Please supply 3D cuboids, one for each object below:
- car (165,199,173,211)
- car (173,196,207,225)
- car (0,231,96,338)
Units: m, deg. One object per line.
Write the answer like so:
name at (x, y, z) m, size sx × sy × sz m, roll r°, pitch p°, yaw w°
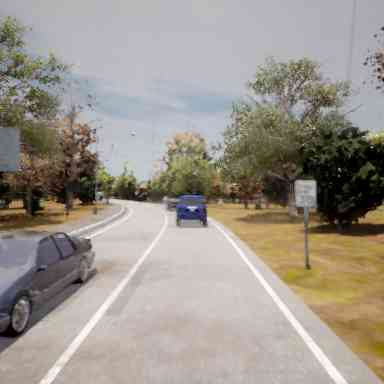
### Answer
car at (-2.406, 1.616, 42.996) m, size 1.837 × 1.490 × 4.892 m, roll 1°, pitch 0°, yaw -10°
car at (-0.115, 1.287, 24.581) m, size 2.150 × 2.045 × 5.566 m, roll 0°, pitch 0°, yaw -3°
car at (-3.554, 1.559, 6.893) m, size 2.033 × 1.411 × 5.357 m, roll 0°, pitch 0°, yaw 1°
